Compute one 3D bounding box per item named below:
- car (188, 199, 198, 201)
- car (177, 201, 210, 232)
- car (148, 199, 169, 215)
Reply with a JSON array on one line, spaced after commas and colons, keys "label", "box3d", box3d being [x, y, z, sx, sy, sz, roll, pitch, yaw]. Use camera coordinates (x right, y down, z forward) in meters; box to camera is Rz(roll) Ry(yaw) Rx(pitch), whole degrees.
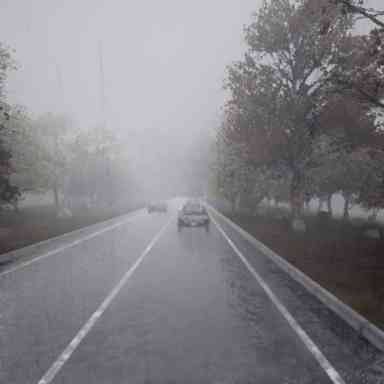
[{"label": "car", "box3d": [0.091, 1.611, 41.157, 2.033, 1.411, 5.357, 0, 0, 0]}, {"label": "car", "box3d": [0.094, 1.540, 20.530, 2.128, 1.511, 4.902, 0, 0, 0]}, {"label": "car", "box3d": [-3.600, 1.545, 35.835, 1.882, 1.535, 5.008, 0, 0, 0]}]
